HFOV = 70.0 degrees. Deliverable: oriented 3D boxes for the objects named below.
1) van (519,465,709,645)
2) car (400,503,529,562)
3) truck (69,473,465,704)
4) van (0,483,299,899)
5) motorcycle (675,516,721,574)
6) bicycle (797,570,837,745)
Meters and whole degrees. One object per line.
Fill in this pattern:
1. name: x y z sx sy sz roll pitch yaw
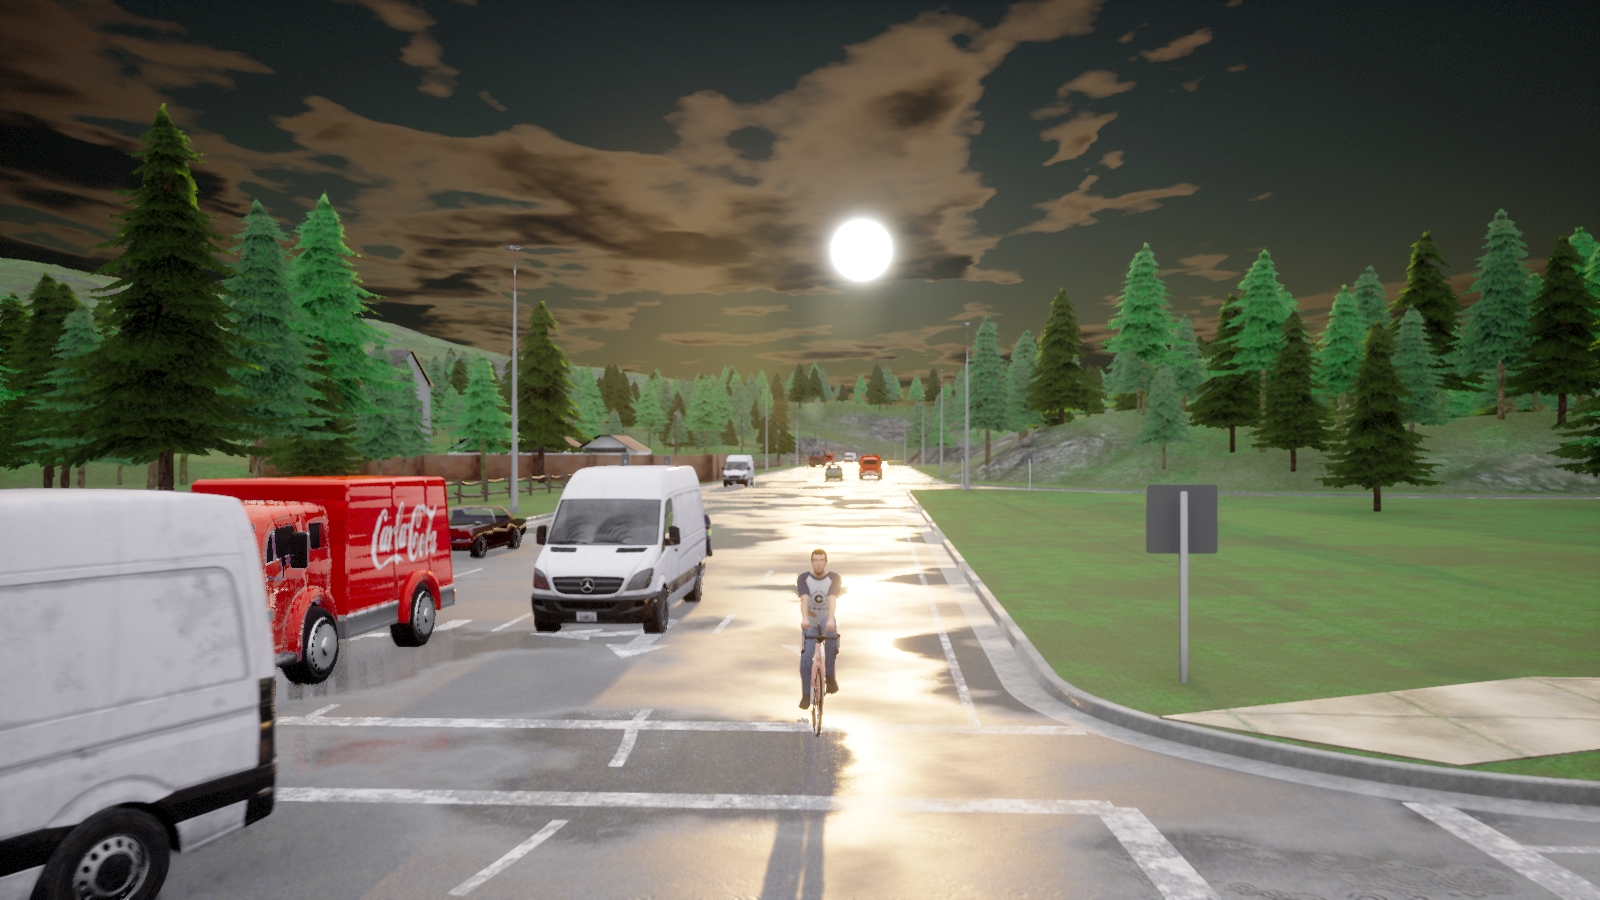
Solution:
1. van: -2.960 1.571 19.667 1.988 2.561 5.915 0 0 3
2. car: -9.135 2.211 31.531 1.895 1.301 4.718 0 0 4
3. truck: -6.755 1.598 15.408 2.627 2.467 5.204 0 0 4
4. van: -5.696 1.547 5.629 1.988 2.561 5.915 1 0 28
5. motorcycle: -2.410 2.235 27.207 0.803 1.199 2.033 0 0 4
6. bicycle: 0.193 2.079 11.796 0.373 1.496 1.643 0 0 2
